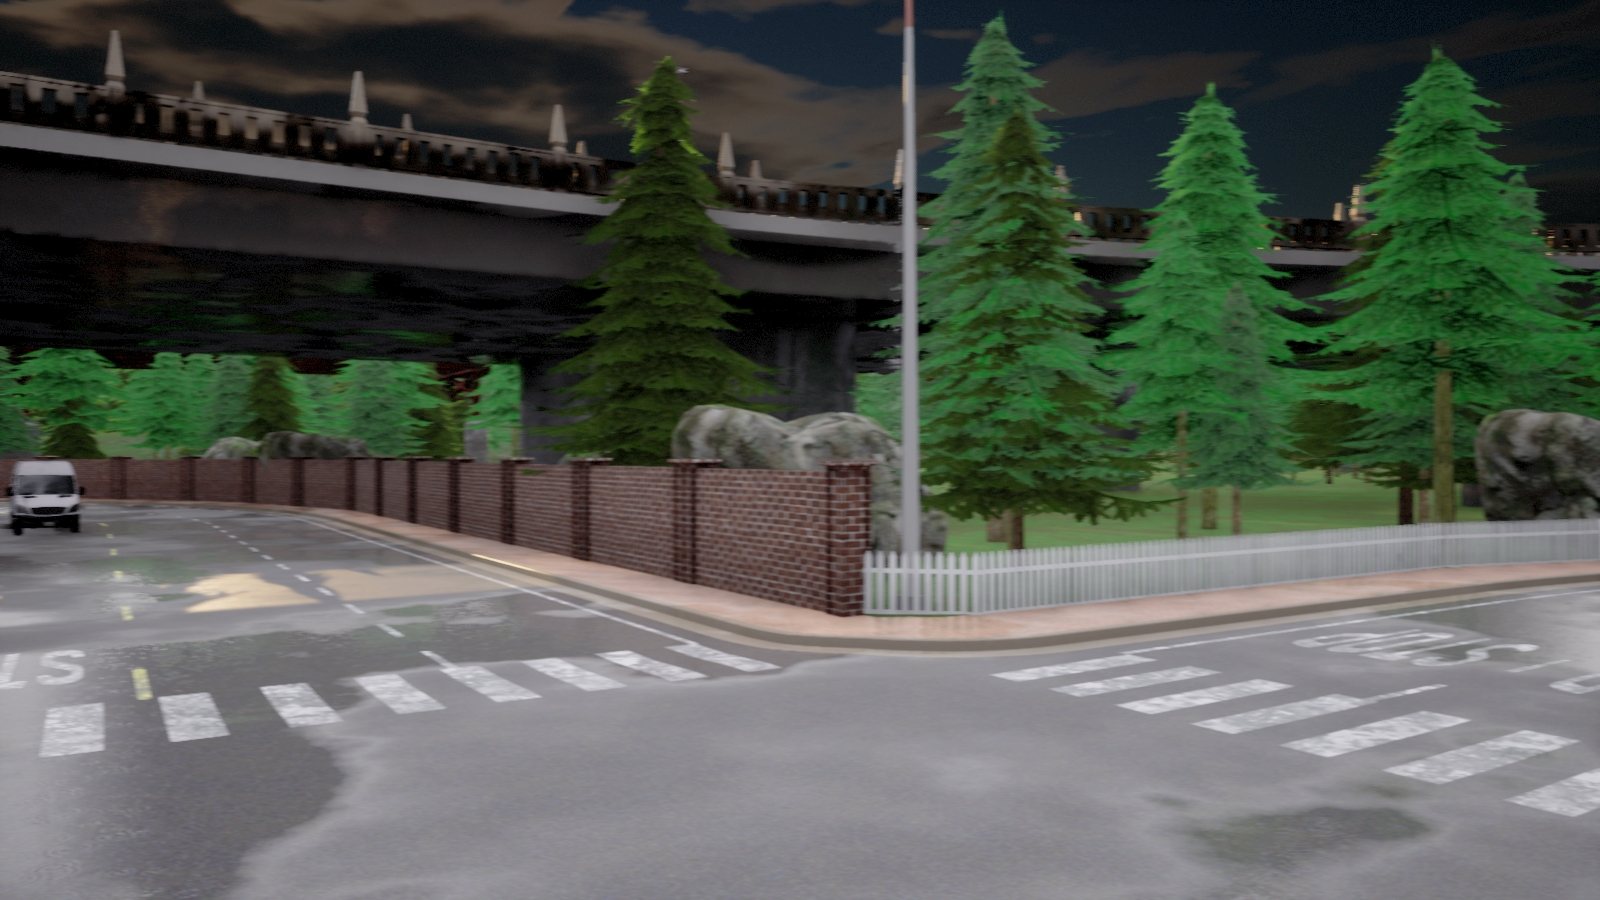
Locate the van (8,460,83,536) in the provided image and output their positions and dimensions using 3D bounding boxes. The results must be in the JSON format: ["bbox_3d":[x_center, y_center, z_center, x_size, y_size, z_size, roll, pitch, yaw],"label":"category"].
[{"bbox_3d":[-27.643,1.666,41.771,1.988,2.561,5.915,0,0,-36],"label":"van"}]
